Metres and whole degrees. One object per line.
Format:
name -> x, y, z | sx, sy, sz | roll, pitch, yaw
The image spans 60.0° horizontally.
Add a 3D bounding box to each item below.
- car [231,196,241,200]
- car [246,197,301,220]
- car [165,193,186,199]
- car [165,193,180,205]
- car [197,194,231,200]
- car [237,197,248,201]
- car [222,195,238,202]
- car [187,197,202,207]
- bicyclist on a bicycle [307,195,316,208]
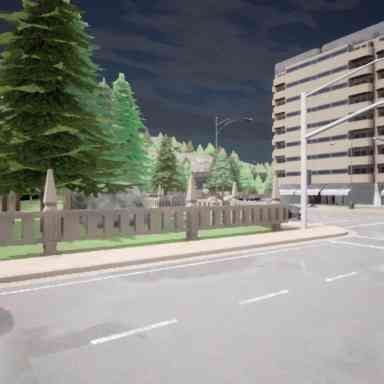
car -> 9.239, 1.491, 67.906 | 2.033, 1.411, 5.357 | 0, 0, 20
car -> 7.061, 1.436, 27.168 | 2.128, 1.511, 4.902 | 0, 0, -33
car -> -1.873, 1.165, 44.872 | 2.150, 2.045, 5.566 | 0, 0, -14
car -> -3.362, 1.164, 57.486 | 2.150, 2.045, 5.566 | 0, 0, 2
car -> 2.636, 1.422, 42.188 | 1.882, 1.535, 5.008 | 0, 0, -20
car -> 7.085, 1.491, 33.343 | 2.033, 1.411, 5.357 | 0, 0, -33
car -> 8.588, 1.468, 75.176 | 1.812, 1.442, 4.674 | 0, 0, 32
car -> 0.273, 1.545, 52.071 | 1.895, 1.301, 4.718 | 0, 0, -5
bicyclist on a bicycle -> 15.306, 1.244, 42.449 | 1.656, 1.620, 0.582 | 0, 0, -29
